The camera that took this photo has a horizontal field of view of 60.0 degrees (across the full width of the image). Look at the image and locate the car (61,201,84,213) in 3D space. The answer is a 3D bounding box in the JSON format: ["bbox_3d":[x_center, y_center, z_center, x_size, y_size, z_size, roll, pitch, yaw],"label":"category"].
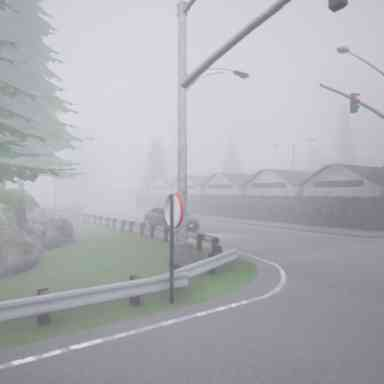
[{"bbox_3d":[-14.321,1.730,39.703,2.033,1.411,5.357,0,0,-30],"label":"car"}]

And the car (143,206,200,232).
[{"bbox_3d":[-1.402,1.690,21.077,1.837,1.490,4.892,0,0,-35],"label":"car"}]
